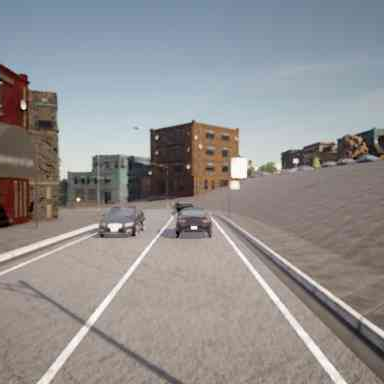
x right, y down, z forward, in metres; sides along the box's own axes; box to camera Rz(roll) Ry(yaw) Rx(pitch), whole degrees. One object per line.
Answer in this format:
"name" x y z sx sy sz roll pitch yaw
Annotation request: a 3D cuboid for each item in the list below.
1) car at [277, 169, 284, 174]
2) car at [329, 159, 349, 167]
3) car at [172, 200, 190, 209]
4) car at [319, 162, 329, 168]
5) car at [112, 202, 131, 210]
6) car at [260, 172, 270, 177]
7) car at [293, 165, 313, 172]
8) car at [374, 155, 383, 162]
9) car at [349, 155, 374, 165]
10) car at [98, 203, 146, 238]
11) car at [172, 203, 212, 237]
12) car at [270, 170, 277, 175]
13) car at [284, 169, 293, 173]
"car" 21.268 -4.430 74.625 2.185 1.767 4.553 0 1 -1
"car" 21.871 -3.964 47.004 2.231 1.521 4.892 0 1 -1
"car" -1.138 1.716 38.454 1.882 1.535 5.008 0 -1 -10
"car" 21.744 -4.042 52.522 2.231 1.521 4.892 0 1 -1
"car" -12.354 2.508 58.005 1.895 1.301 4.718 -1 -2 -30
"car" 20.911 -4.473 91.159 2.231 1.521 4.892 0 1 -1
"car" 21.509 -4.299 63.458 2.185 1.767 4.553 0 1 -1
"car" 22.454 -3.765 35.925 2.097 1.535 5.008 0 1 -4
"car" 22.103 -3.827 41.462 2.002 1.452 4.674 0 1 -2
"car" -3.623 1.501 17.956 2.128 1.511 4.902 0 0 0
"car" 0.091 1.535 18.051 1.812 1.442 4.674 0 0 0
"car" 21.149 -4.490 80.144 2.185 1.767 4.553 0 1 -1
"car" 21.390 -4.198 68.952 2.002 1.452 4.674 0 1 -1
